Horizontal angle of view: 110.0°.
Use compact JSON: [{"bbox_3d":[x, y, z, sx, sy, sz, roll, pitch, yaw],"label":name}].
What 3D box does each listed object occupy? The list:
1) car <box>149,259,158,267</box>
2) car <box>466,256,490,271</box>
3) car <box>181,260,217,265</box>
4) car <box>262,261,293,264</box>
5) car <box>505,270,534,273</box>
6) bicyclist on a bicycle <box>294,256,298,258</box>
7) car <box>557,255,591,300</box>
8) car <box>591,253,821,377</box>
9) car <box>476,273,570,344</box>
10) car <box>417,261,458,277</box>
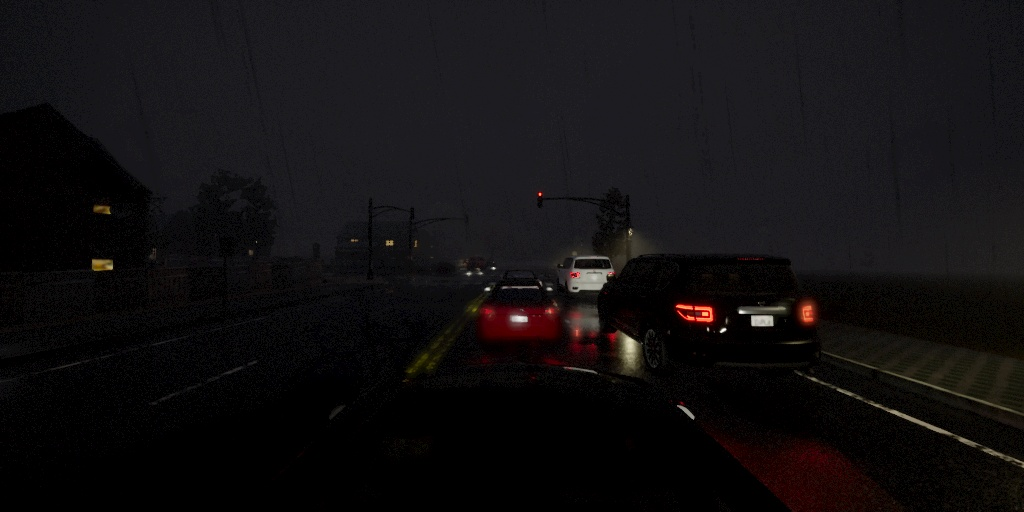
[{"bbox_3d":[-40.704,0.618,38.778,4.892,1.490,1.837,1,-1,16],"label":"car"},{"bbox_3d":[-5.058,1.051,51.857,2.150,2.045,5.566,0,0,4],"label":"car"},{"bbox_3d":[-30.554,0.826,35.934,5.357,1.411,2.033,1,-1,16],"label":"car"},{"bbox_3d":[-20.871,0.940,33.229,4.892,1.490,1.837,1,-1,16],"label":"car"},{"bbox_3d":[0.342,1.364,18.469,1.895,1.301,4.718,0,0,-3],"label":"car"},{"bbox_3d":[-24.188,0.781,40.246,0.582,1.620,1.656,1,-1,16],"label":"bicyclist on a bicycle"},{"bbox_3d":[3.554,0.983,17.896,2.150,2.045,5.566,0,0,1],"label":"car"},{"bbox_3d":[3.402,0.974,7.537,2.150,2.045,5.566,0,0,0],"label":"car"},{"bbox_3d":[0.177,1.319,9.659,1.994,1.385,4.181,0,0,0],"label":"car"},{"bbox_3d":[-7.719,1.268,37.324,1.882,1.535,5.008,1,0,29],"label":"car"}]
